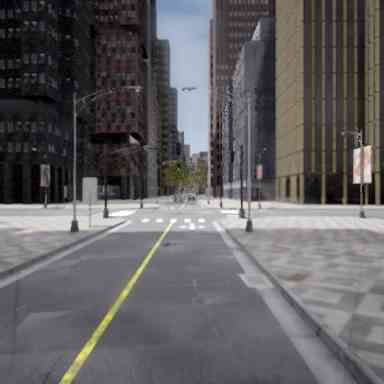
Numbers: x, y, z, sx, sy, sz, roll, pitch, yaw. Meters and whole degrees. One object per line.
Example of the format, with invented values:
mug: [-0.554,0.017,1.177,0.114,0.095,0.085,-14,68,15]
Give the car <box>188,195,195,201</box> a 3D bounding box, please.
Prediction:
car: [-0.084,1.659,85.018,1.812,1.442,4.674,0,0,0]

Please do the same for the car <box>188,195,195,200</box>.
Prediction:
car: [-0.106,1.518,95.023,2.128,1.511,4.902,0,0,0]

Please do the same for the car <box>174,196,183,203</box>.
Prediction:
car: [-3.062,1.649,74.514,2.128,1.511,4.902,0,0,0]
